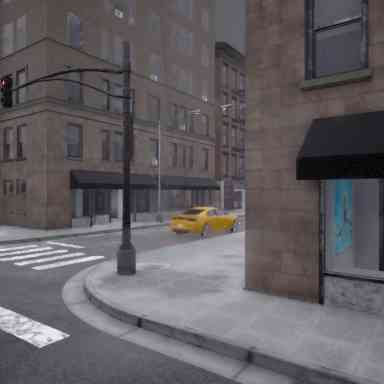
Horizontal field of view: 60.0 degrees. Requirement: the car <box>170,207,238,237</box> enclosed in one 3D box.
[{"bbox_3d":[0.857,1.585,18.872,1.882,1.535,5.008,0,0,36],"label":"car"}]
